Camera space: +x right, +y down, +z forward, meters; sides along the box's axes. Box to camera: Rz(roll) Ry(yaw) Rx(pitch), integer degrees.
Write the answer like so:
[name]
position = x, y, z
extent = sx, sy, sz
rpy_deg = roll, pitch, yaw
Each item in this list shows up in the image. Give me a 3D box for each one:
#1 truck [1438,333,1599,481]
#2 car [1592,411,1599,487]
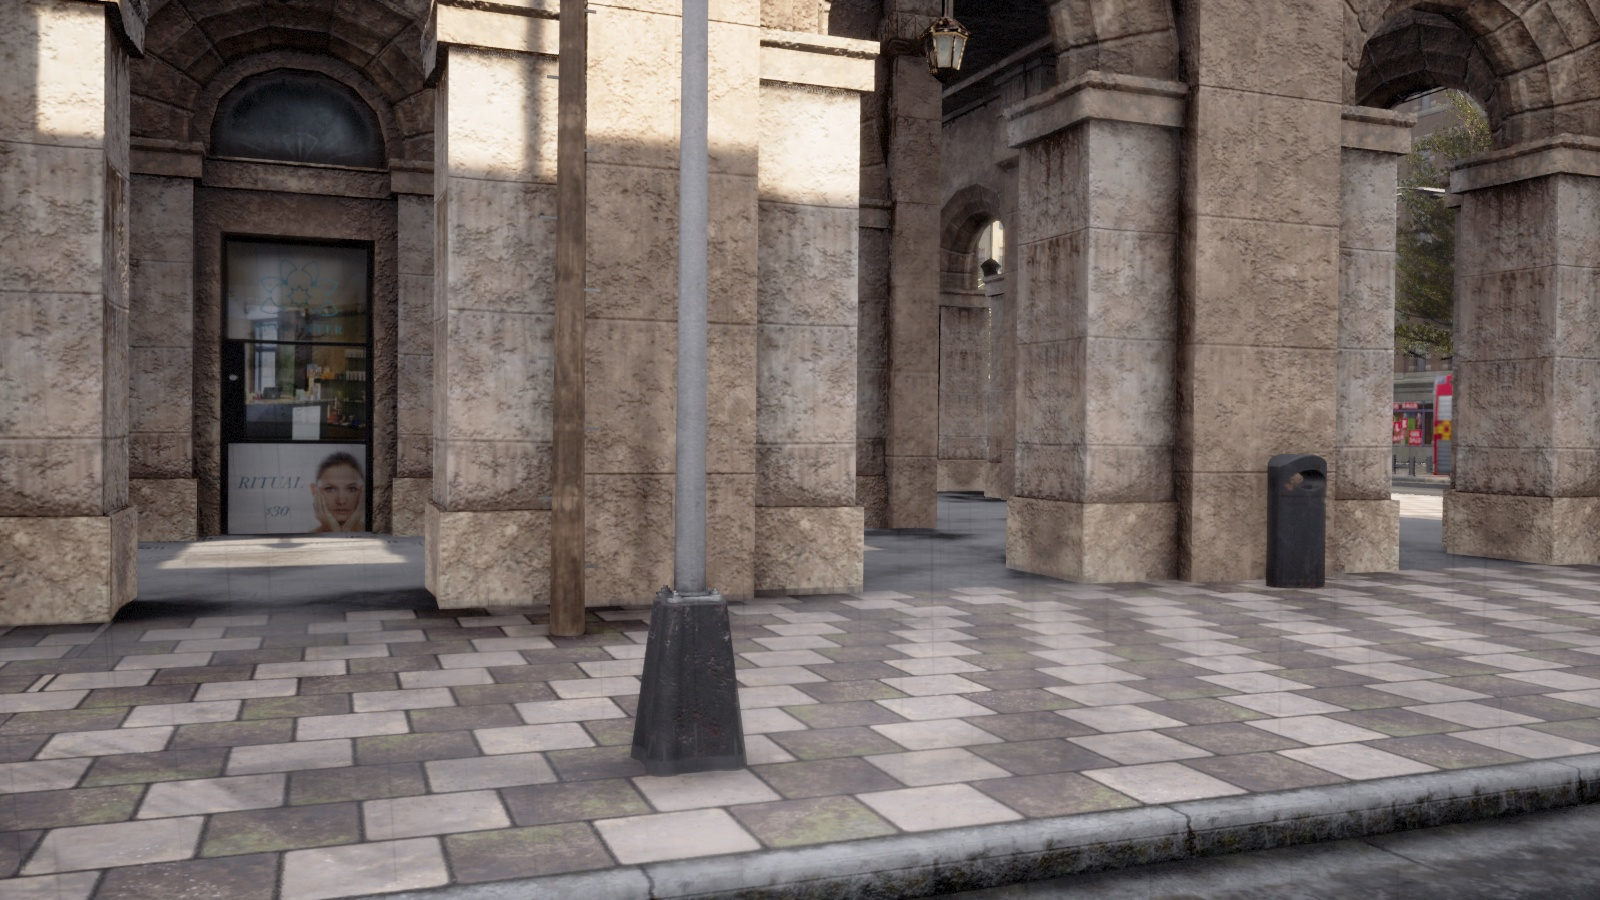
[truck]
position = 21.747, -1.151, 33.740
extent = 2.891, 3.827, 8.468
rpy_deg = -1, 1, -21
[car]
position = 20.346, -0.014, 27.671
extent = 2.097, 1.767, 4.553
rpy_deg = -1, 1, -20
